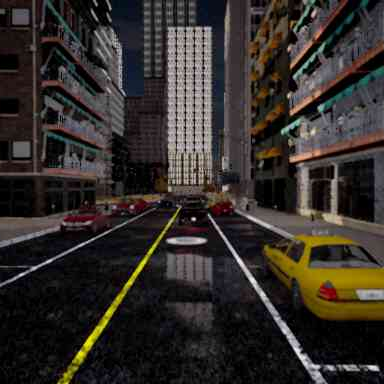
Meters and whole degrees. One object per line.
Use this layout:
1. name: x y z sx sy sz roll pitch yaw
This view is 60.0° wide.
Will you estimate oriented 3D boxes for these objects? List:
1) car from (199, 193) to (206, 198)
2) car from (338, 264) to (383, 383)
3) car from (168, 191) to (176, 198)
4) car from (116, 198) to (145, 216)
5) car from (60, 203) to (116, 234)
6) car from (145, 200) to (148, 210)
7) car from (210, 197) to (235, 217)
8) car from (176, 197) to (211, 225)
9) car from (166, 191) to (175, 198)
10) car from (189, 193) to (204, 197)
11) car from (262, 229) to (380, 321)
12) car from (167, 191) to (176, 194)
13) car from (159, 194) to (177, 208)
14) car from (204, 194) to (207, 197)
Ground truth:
1. car: 2.713 0.949 89.478 1.752 1.417 4.829 -1 0 0
2. car: 2.683 1.540 1.560 2.008 1.369 4.403 -1 0 0
3. car: -5.667 0.705 94.871 2.192 1.841 5.009 -1 0 0
4. car: -5.689 1.248 29.193 1.967 1.590 4.097 -1 0 0
5. car: -5.692 1.462 18.148 1.802 1.307 4.206 -1 0 0
6. car: -5.686 1.317 34.718 1.887 1.381 4.507 -1 0 0
7. car: 2.693 1.352 29.177 1.887 1.381 4.507 -1 0 0
8. car: 0.106 1.356 22.645 1.837 1.490 4.892 0 1 0
9. car: -5.669 0.740 89.312 2.192 1.841 5.009 -1 0 0
10. car: 0.111 1.223 38.835 1.882 1.535 5.008 0 0 0
11. car: 2.685 1.476 7.253 1.752 1.417 4.829 -1 0 0
12. car: -5.669 1.005 83.753 1.887 1.381 4.507 -1 0 0
13. car: -2.985 1.336 41.961 1.994 1.385 4.181 0 0 0
14. car: 2.696 1.261 40.394 1.752 1.417 4.829 -1 0 0
